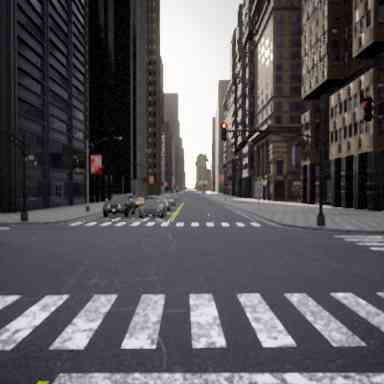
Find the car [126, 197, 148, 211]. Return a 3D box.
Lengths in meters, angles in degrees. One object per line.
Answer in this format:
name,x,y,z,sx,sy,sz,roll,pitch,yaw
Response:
car,-6.631,1.419,40.905,1.882,1.535,5.008,0,0,0

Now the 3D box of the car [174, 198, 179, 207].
car,-3.395,1.486,49.925,1.994,1.385,4.181,0,0,0

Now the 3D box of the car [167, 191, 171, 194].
car,-3.325,1.084,65.075,2.033,1.411,5.357,0,0,0

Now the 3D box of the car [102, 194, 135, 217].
car,-6.630,1.183,30.900,2.150,2.045,5.566,0,0,0

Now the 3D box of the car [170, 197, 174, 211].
car,-3.388,1.472,38.276,1.812,1.442,4.674,0,0,0

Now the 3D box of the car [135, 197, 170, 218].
car,-3.376,1.316,29.294,2.097,1.767,4.553,0,0,0

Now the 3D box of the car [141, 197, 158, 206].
car,-6.639,1.481,52.423,1.994,1.385,4.181,0,0,0
